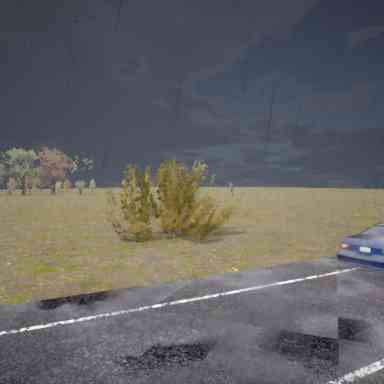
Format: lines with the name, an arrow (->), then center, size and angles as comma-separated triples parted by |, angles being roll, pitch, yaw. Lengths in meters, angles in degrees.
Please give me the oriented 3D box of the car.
car -> 6.674, 1.549, 10.003 | 5.357, 1.411, 2.033 | 0, 0, -31
